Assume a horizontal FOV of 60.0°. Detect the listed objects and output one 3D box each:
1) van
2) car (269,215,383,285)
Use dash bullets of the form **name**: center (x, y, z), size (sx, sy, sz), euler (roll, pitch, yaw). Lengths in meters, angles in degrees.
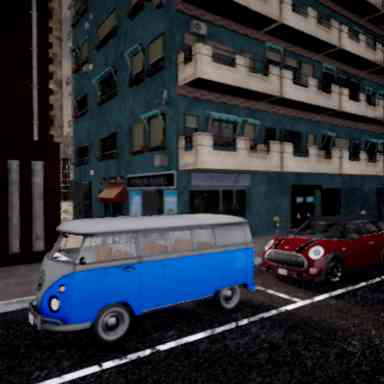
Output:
- **van**: center (-0.652, 1.335, 6.107), size (3.998, 1.788, 1.690), euler (0, 0, -35)
- **car**: center (3.846, 1.424, 9.313), size (4.097, 1.590, 1.967), euler (0, 0, -35)
